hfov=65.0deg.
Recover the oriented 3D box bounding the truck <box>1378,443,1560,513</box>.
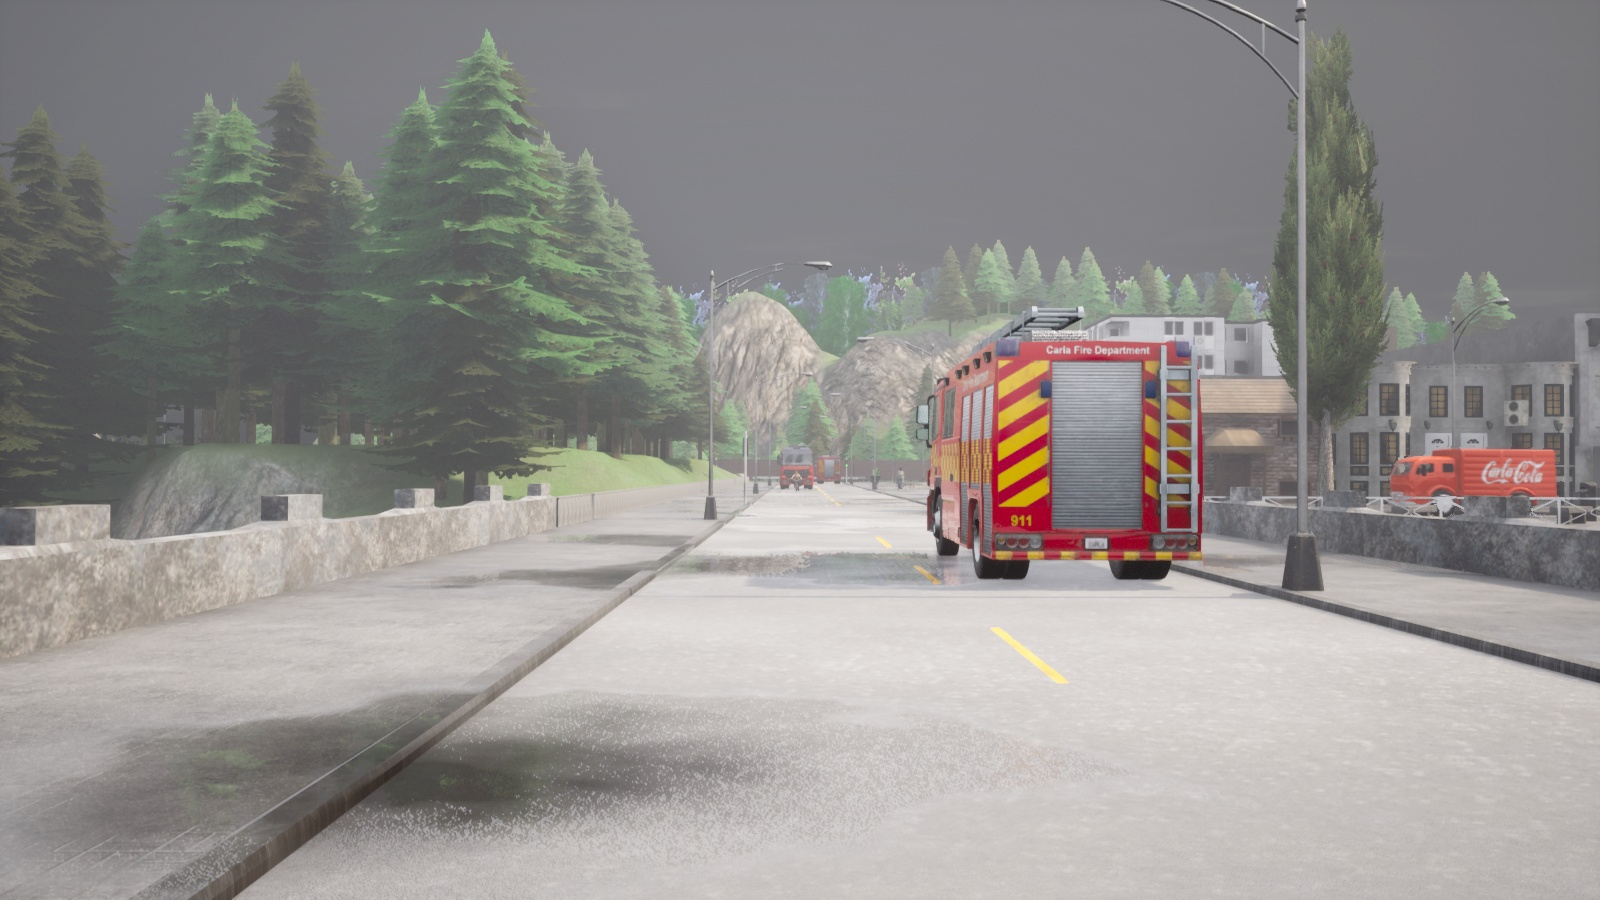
[{"bbox_3d":[24.282,1.000,45.778,5.204,2.467,2.627,0,-1,0],"label":"truck"}]

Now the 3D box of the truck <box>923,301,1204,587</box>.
[{"bbox_3d":[3.942,-0.012,21.061,2.891,3.827,8.468,0,-1,0],"label":"truck"}]
